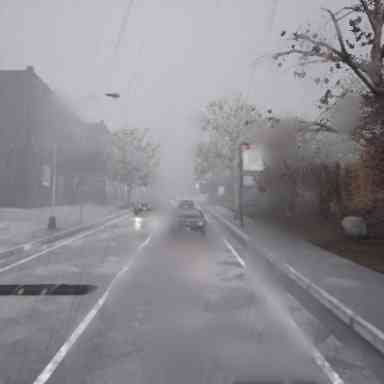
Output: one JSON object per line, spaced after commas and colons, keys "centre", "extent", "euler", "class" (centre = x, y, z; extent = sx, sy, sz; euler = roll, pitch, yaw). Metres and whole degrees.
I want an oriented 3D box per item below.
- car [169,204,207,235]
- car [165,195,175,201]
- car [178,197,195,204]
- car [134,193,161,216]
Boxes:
{"centre": [-0.226, 1.547, 18.249], "extent": [1.895, 1.301, 4.718], "euler": [0, 0, -1], "class": "car"}
{"centre": [-4.893, 1.306, 74.600], "extent": [1.994, 1.385, 4.181], "euler": [0, 0, 1], "class": "car"}
{"centre": [-0.700, 1.381, 41.623], "extent": [1.837, 1.490, 4.892], "euler": [0, 0, -1], "class": "car"}
{"centre": [-4.203, 1.128, 32.020], "extent": [2.150, 2.045, 5.566], "euler": [0, 0, -1], "class": "car"}
